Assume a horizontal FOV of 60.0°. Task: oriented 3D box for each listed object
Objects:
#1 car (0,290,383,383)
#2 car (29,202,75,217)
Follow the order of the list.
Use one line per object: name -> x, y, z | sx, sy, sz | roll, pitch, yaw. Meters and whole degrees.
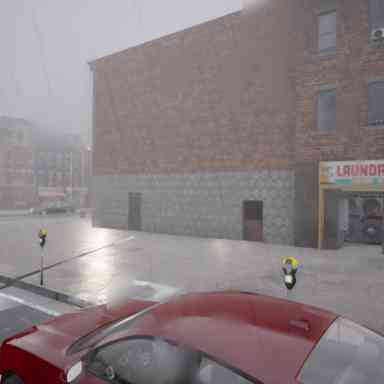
car -> 0.137, 1.544, 2.700 | 4.507, 1.381, 1.887 | 0, 1, 36
car -> -15.092, 1.816, 36.106 | 2.128, 1.511, 4.902 | 1, 0, 36
